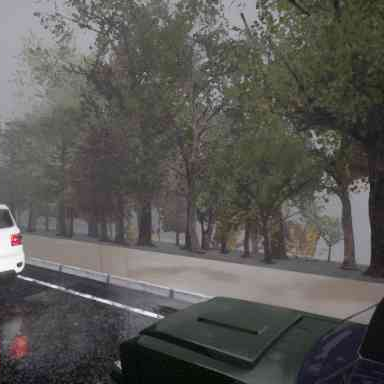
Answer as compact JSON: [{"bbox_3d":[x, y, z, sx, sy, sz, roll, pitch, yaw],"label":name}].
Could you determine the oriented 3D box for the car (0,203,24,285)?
[{"bbox_3d":[-6.421,1.222,8.280,5.566,2.045,2.150,0,0,35],"label":"car"}]

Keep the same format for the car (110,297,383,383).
[{"bbox_3d":[1.564,1.601,2.568,4.718,1.301,1.895,0,0,36],"label":"car"}]
